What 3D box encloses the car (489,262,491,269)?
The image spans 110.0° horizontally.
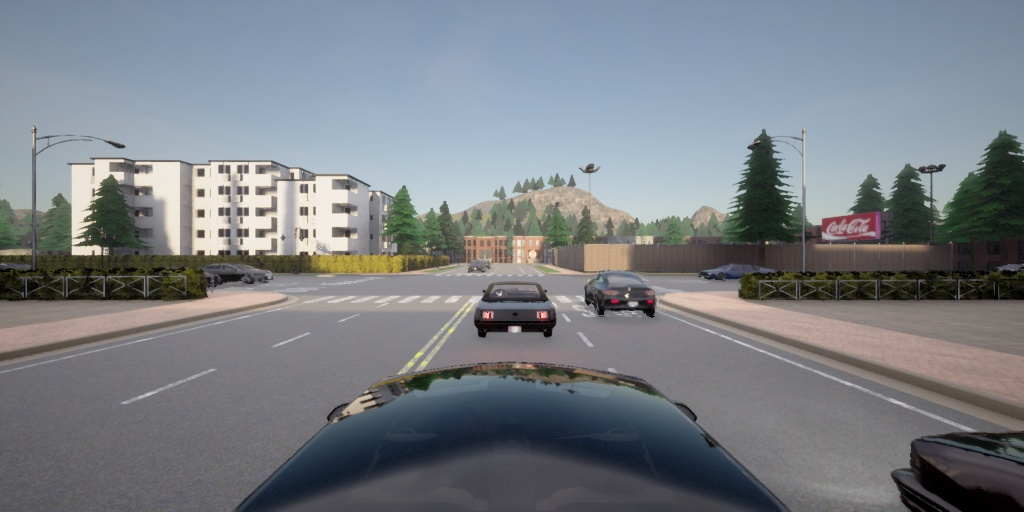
[{"bbox_3d":[-4.228,1.225,53.918,2.128,1.511,4.902,0,0,0],"label":"car"}]

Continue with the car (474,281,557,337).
[{"bbox_3d":[0.079,1.351,10.231,1.895,1.301,4.718,0,0,0],"label":"car"}]

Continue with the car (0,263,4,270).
[{"bbox_3d":[-34.798,0.971,21.399,5.566,2.045,2.150,0,0,0],"label":"car"}]

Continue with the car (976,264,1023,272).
[{"bbox_3d":[40.066,1.298,28.222,5.357,1.411,2.033,0,0,2],"label":"car"}]

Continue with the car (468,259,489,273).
[{"bbox_3d":[-4.227,1.238,43.403,1.837,1.490,4.892,0,0,0],"label":"car"}]

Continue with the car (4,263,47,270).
[{"bbox_3d":[-34.559,1.241,24.890,4.902,1.511,2.128,0,0,0],"label":"car"}]

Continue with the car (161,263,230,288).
[{"bbox_3d":[-19.881,1.313,21.421,4.181,1.385,1.994,0,0,0],"label":"car"}]

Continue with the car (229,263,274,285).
[{"bbox_3d":[-19.367,1.241,24.956,4.902,1.511,2.128,0,0,-1],"label":"car"}]

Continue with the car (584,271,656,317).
[{"bbox_3d":[3.811,1.275,13.134,1.812,1.442,4.674,0,0,4],"label":"car"}]

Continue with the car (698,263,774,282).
[{"bbox_3d":[17.813,1.297,28.489,5.357,1.411,2.033,0,0,0],"label":"car"}]

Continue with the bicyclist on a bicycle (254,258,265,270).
[{"bbox_3d":[-25.273,1.051,35.896,0.582,1.620,1.656,0,0,0],"label":"bicyclist on a bicycle"}]
